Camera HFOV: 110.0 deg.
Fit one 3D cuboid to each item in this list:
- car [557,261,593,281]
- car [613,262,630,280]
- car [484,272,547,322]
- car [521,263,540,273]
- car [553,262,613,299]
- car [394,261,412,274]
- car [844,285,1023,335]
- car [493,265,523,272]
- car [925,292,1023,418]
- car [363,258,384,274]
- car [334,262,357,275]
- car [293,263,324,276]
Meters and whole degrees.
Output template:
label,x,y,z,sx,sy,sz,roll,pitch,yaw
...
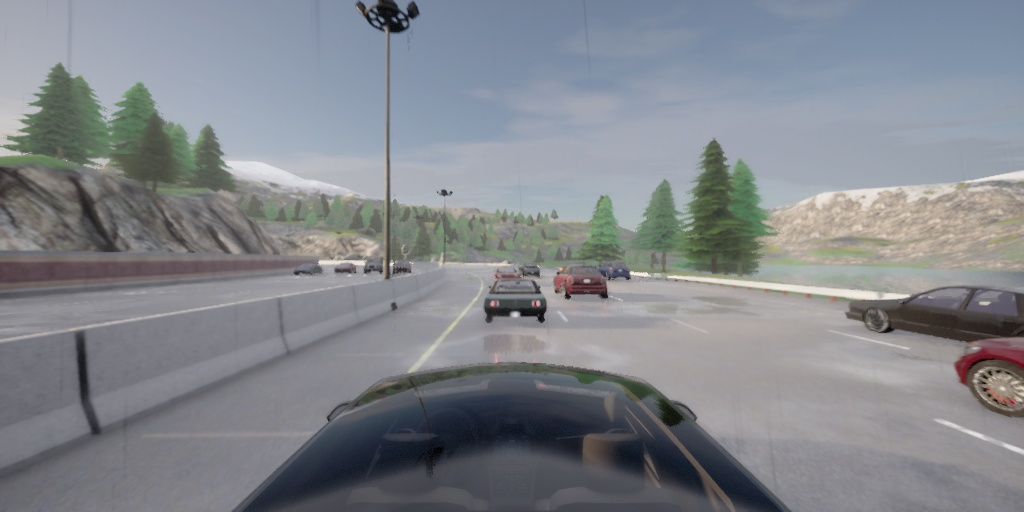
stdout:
label,x,y,z,sx,sy,sz,roll,pitch,yaw
car,5.890,1.339,34.100,2.097,1.767,4.553,0,0,-7
car,9.404,1.341,34.057,2.097,1.767,4.553,0,0,-7
car,0.091,1.430,12.655,1.895,1.301,4.718,0,0,0
car,1.735,1.514,39.167,2.128,1.511,4.902,0,0,-9
car,3.479,1.229,19.046,2.097,1.767,4.553,0,0,-2
car,-14.382,1.423,47.517,2.097,1.767,4.553,0,0,-13
car,10.598,1.350,7.918,2.033,1.411,5.357,0,0,0
car,-0.542,1.545,28.690,1.895,1.301,4.718,0,0,-5
car,7.093,1.290,3.002,1.812,1.442,4.674,0,0,0
car,-17.721,1.282,46.542,2.150,2.045,5.566,0,0,-12
car,-21.124,1.530,45.643,1.882,1.535,5.008,0,0,-12
car,-23.962,1.575,42.412,2.033,1.411,5.357,0,0,-11
